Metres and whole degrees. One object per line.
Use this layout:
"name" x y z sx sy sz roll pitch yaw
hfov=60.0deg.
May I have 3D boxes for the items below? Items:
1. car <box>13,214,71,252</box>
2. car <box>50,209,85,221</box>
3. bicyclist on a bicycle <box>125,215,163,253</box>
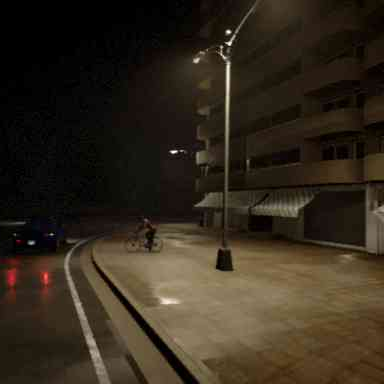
"car" -7.275 2.018 16.208 1.812 1.442 4.674 2 -2 -14
"car" -15.197 2.777 40.553 2.128 1.511 4.902 0 -3 23
"bicyclist on a bicycle" -2.051 1.837 14.441 1.656 1.620 0.582 2 -2 -18
